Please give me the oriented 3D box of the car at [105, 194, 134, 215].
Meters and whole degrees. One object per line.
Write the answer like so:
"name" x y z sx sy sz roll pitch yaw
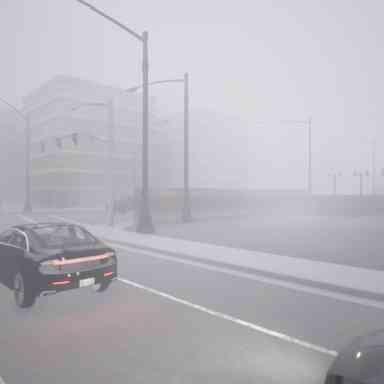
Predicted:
"car" -6.290 1.221 34.999 5.566 2.045 2.150 0 0 -44

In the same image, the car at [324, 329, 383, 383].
"car" 3.196 1.505 1.584 4.892 1.490 1.837 0 0 38

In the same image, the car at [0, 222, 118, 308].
"car" -3.647 1.491 8.041 2.128 1.511 4.902 0 0 -43
